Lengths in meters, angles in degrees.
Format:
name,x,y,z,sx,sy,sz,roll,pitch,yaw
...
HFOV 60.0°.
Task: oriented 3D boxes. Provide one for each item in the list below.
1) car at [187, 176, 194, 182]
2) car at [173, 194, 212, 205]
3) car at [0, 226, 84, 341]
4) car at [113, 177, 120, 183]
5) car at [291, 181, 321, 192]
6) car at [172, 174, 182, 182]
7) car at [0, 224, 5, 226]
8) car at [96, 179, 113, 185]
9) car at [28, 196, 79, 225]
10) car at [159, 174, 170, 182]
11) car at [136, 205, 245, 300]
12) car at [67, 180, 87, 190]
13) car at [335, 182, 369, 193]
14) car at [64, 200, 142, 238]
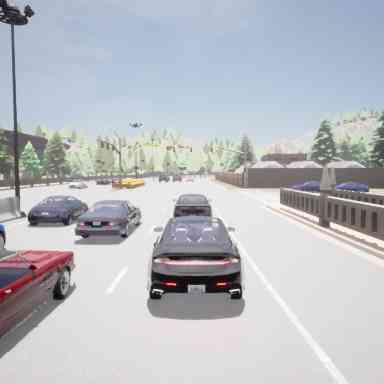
name,x,y,z,sx,sy,sz,roll,pitch,yaw
car,-0.448,-3.453,89.660,1.812,1.442,4.674,0,3,0
car,0.025,0.816,17.446,1.882,1.535,5.008,0,3,-1
car,-3.421,1.528,5.092,1.895,1.301,4.718,0,1,0
car,-17.894,-2.804,79.089,2.033,1.411,5.357,0,3,0
car,15.003,-0.614,42.218,4.674,1.442,1.812,0,3,2
car,-3.935,-3.607,86.986,2.150,2.045,5.566,0,3,0
car,-6.936,1.283,8.813,1.882,1.535,5.008,0,2,0
car,-17.831,-2.015,66.918,1.895,1.301,4.718,0,3,0
car,-6.979,0.880,17.785,1.994,1.385,4.181,0,3,0
car,-7.435,-3.606,86.968,2.150,2.045,5.566,0,3,0
car,0.068,1.328,8.024,2.128,1.511,4.902,0,2,0
car,-17.842,-1.189,51.844,1.812,1.442,4.674,0,3,0
car,18.039,-0.400,38.625,4.674,1.442,1.812,0,3,2
car,-3.465,1.050,14.607,2.033,1.411,5.357,0,3,0
